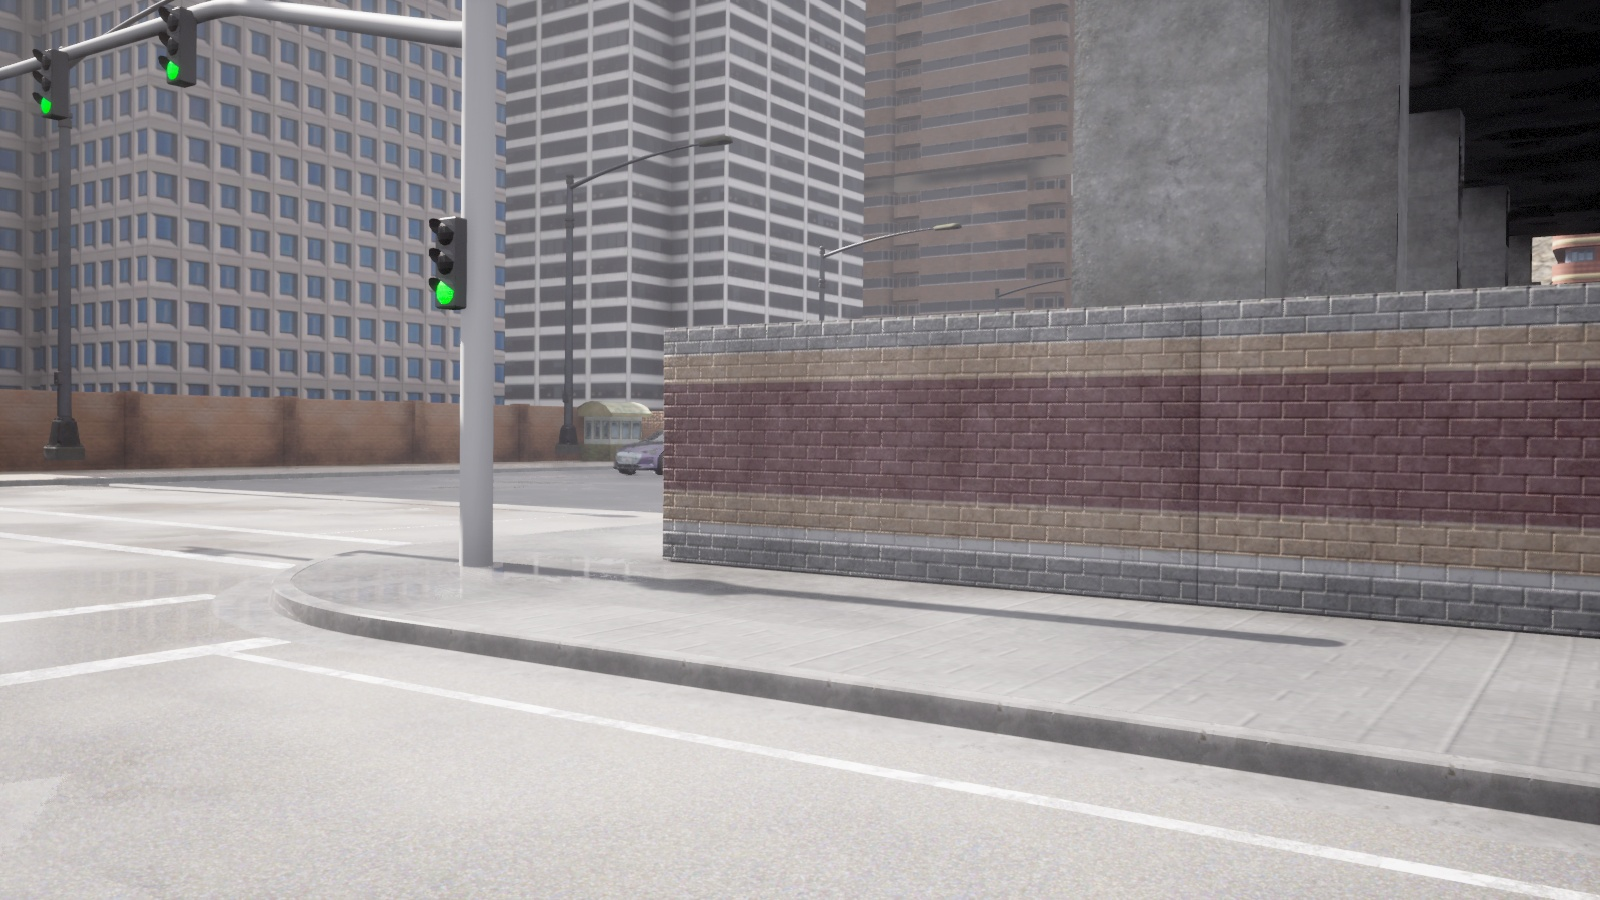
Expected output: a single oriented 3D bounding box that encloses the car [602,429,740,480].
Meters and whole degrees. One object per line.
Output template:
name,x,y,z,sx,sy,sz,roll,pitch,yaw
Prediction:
car,-4.342,0.113,43.027,2.033,1.649,4.856,0,1,34
